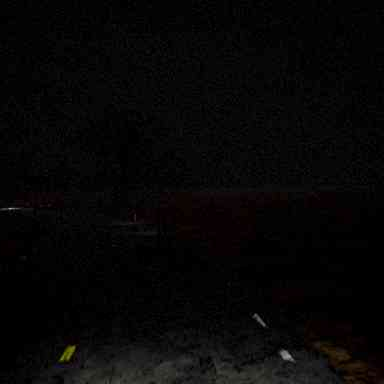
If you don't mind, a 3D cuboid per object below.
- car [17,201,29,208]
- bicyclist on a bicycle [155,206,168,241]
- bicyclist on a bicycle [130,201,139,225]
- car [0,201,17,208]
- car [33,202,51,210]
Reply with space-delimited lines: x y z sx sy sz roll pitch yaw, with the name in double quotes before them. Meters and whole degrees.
"car" -34.067 2.440 66.473 1.895 1.301 4.718 0 -1 -36
"bicyclist on a bicycle" -1.550 1.529 16.355 0.582 1.620 1.656 0 -1 -11
"bicyclist on a bicycle" -4.216 1.541 24.039 0.659 1.776 1.843 0 0 -19
"car" -34.439 2.337 61.916 1.994 1.385 4.181 0 -1 -36
"car" -23.883 2.206 52.782 1.895 1.301 4.718 0 -1 -36
